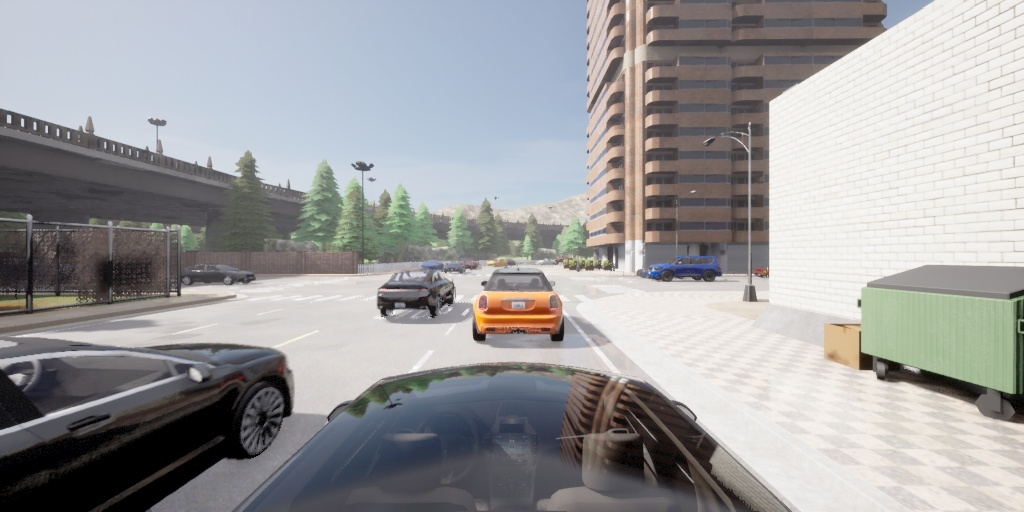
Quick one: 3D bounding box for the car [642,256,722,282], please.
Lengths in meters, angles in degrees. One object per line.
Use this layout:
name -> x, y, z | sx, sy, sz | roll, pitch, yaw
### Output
car -> 13.926, 1.027, 29.065 | 5.566, 2.045, 2.150 | 0, 0, 1

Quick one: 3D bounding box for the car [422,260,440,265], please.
car -> -9.937, 1.228, 44.843 | 1.882, 1.535, 5.008 | 0, 0, 3

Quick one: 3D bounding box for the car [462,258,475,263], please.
car -> -6.222, 1.351, 50.474 | 1.895, 1.301, 4.718 | 0, 0, 5

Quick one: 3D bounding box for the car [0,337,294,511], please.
car -> -3.401, 1.243, 2.112 | 2.128, 1.511, 4.902 | 0, 0, 1

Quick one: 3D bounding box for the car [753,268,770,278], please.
car -> 24.598, 1.406, 32.433 | 4.718, 1.301, 1.895 | 0, 0, 1

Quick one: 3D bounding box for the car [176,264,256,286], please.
car -> -21.193, 1.310, 25.788 | 4.892, 1.490, 1.837 | 0, 0, 1

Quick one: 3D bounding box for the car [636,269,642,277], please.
car -> 13.529, 1.369, 32.586 | 4.181, 1.385, 1.994 | 0, 0, -1

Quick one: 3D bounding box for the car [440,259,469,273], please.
car -> -6.587, 1.314, 41.659 | 1.994, 1.385, 4.181 | 0, 0, 2

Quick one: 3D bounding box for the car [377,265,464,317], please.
car -> -3.296, 1.242, 13.090 | 2.128, 1.511, 4.902 | 0, 0, 1

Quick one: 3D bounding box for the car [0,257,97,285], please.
car -> -33.619, 1.027, 25.936 | 5.566, 2.045, 2.150 | 0, 0, 1

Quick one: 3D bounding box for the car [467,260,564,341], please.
car -> 0.167, 1.102, 10.004 | 2.097, 1.767, 4.553 | 0, 0, 1
